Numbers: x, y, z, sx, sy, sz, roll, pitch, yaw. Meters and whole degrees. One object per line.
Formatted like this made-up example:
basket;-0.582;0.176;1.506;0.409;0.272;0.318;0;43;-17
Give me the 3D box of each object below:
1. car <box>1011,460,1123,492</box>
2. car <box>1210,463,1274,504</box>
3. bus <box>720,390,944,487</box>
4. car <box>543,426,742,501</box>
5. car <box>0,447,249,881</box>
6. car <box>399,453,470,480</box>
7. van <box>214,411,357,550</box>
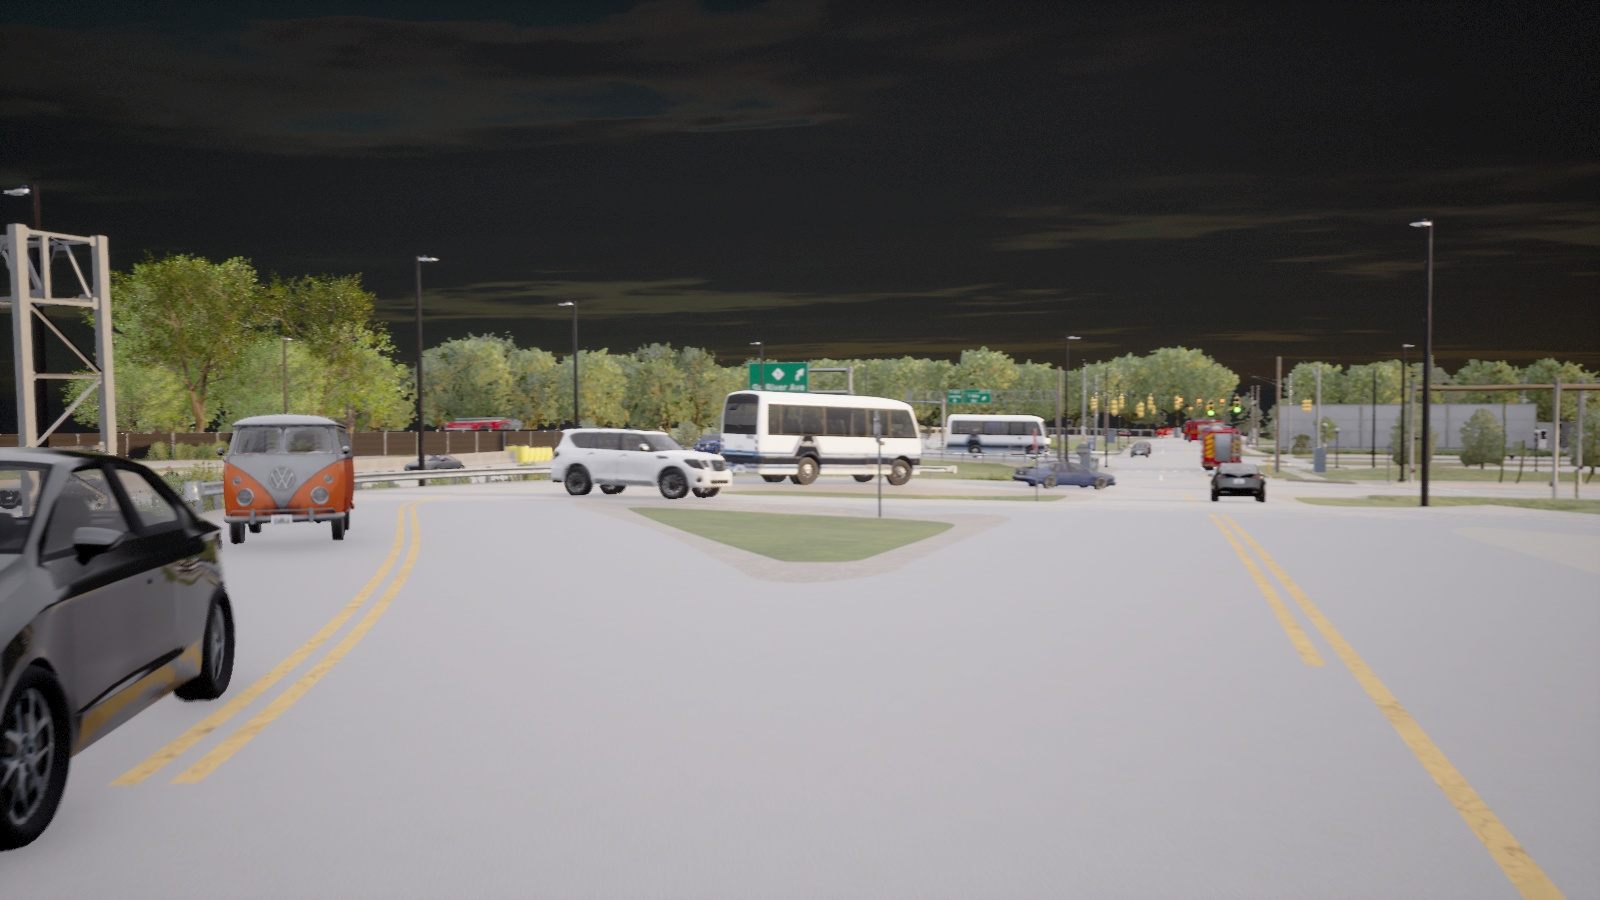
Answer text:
car;13.807;1.334;64.980;5.357;1.411;2.033;2;2;-19
car;16.957;1.294;48.361;2.163;1.488;4.792;0;-1;18
bus;1.657;-0.478;59.827;10.273;4.253;3.944;1;1;-37
car;-4.718;0.384;37.504;5.566;2.045;2.150;1;0;24
car;-3.913;0.724;5.594;1.816;1.474;4.193;0;0;-11
car;-21.260;0.920;73.172;1.994;1.385;4.181;0;1;17
van;-8.262;0.431;20.488;1.775;1.987;4.442;-1;0;-18
